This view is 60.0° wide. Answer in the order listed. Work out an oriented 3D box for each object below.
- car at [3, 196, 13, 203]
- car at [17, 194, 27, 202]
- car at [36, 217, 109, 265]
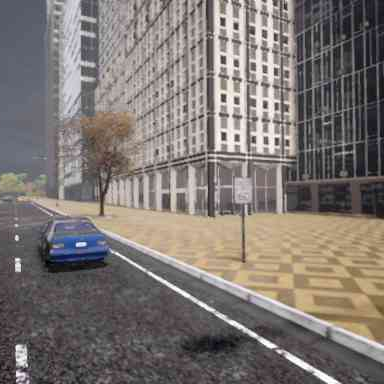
[{"bbox_3d":[-45.665,1.890,82.478,1.994,1.385,4.181,0,0,-28],"label":"car"},{"bbox_3d":[-42.729,1.834,83.882,1.882,1.535,5.008,0,0,-28],"label":"car"},{"bbox_3d":[-4.451,1.600,11.999,2.033,1.411,5.357,0,0,-28],"label":"car"}]
